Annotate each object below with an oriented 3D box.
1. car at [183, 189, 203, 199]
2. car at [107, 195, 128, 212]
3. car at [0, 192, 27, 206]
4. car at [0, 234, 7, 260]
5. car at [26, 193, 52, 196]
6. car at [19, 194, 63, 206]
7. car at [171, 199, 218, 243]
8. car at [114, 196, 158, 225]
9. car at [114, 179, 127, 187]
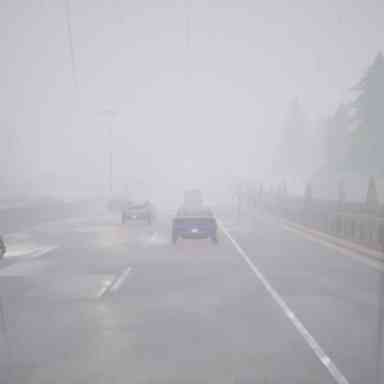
[{"bbox_3d":[0.111,0.598,38.033,2.150,2.045,5.566,0,3,0],"label":"car"},{"bbox_3d":[-6.890,1.076,32.607,1.882,1.535,5.008,0,2,0],"label":"car"},{"bbox_3d":[-21.050,0.751,39.823,1.882,1.535,5.008,0,3,0],"label":"car"},{"bbox_3d":[-6.897,1.468,8.910,1.994,1.385,4.181,0,1,0],"label":"car"},{"bbox_3d":[-17.550,0.835,39.892,1.994,1.385,4.181,0,3,0],"label":"car"},{"bbox_3d":[-14.073,1.224,31.739,1.895,1.301,4.718,0,2,0],"label":"car"},{"bbox_3d":[0.105,1.314,15.247,1.882,1.535,5.008,0,0,0],"label":"car"},{"bbox_3d":[-3.394,1.256,22.011,2.128,1.511,4.902,0,0,0],"label":"car"},{"bbox_3d":[-13.960,-1.785,64.929,1.812,1.442,4.674,0,7,0],"label":"car"}]
